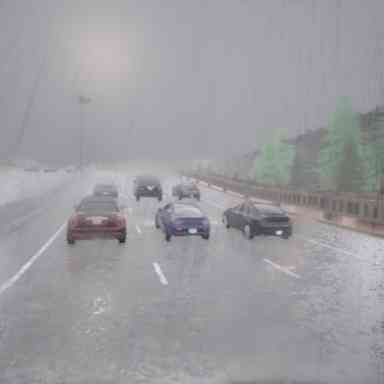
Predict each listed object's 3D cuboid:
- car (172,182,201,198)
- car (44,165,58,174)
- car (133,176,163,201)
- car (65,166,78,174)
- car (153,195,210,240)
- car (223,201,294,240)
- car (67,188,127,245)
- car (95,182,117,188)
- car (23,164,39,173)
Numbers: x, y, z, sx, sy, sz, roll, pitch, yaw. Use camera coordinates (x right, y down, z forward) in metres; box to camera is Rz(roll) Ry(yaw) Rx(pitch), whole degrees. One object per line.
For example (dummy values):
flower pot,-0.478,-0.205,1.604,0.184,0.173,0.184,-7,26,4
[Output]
car,-0.565,-0.121,30.167,2.128,1.511,4.902,1,6,-13
car,-26.169,-4.260,61.955,2.033,1.411,5.357,1,6,-13
car,-3.903,-0.423,29.088,2.150,2.045,5.566,1,6,-14
car,-22.788,-4.232,62.843,1.812,1.442,4.674,1,6,-13
car,-0.494,1.165,14.855,1.812,1.442,4.674,1,3,-13
car,2.923,1.204,15.608,1.837,1.490,4.892,1,4,-13
car,-3.832,0.952,13.771,2.097,1.767,4.553,1,3,-13
car,-7.314,-0.129,28.282,1.994,1.385,4.181,1,6,-14
car,-29.555,-4.351,61.069,1.837,1.490,4.892,1,6,-13
